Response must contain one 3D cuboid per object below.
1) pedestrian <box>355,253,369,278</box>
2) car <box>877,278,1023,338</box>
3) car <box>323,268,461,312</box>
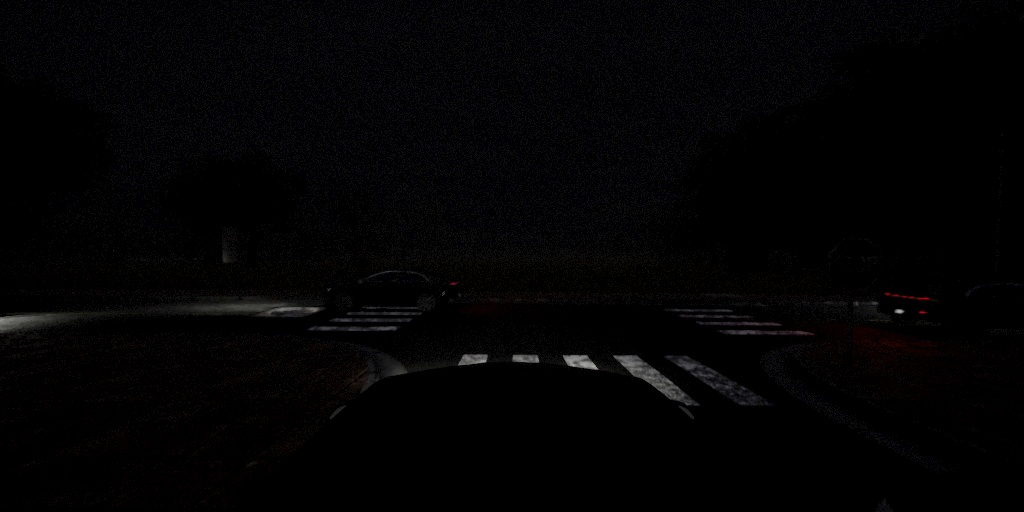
[{"bbox_3d":[-6.804,0.749,16.241,0.375,1.860,0.375,0,1,0],"label":"pedestrian"},{"bbox_3d":[13.562,1.407,10.299,4.902,1.511,2.128,1,1,0],"label":"car"},{"bbox_3d":[-4.356,1.184,13.332,4.902,1.511,2.128,0,1,0],"label":"car"}]
